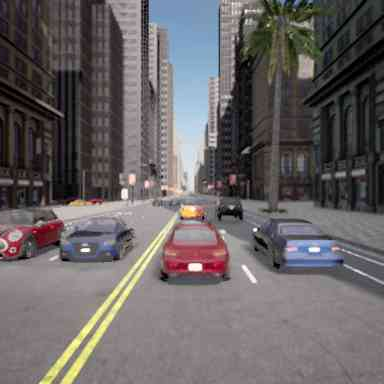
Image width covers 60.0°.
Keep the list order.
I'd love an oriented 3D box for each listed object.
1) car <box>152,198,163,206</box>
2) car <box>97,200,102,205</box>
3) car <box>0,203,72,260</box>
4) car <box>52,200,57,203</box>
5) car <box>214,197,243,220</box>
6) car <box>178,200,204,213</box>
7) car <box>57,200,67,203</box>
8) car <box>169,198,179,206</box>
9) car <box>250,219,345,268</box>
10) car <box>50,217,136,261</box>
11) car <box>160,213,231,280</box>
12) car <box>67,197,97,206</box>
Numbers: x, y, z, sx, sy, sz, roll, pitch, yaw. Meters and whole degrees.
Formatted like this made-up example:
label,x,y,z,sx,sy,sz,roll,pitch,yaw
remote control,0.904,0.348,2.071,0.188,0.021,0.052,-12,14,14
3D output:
label,x,y,z,sx,sy,sz,roll,pitch,yaw
car,-6.568,2.001,63.938,1.837,1.490,4.892,0,-1,0
car,-24.068,2.427,80.769,4.507,1.381,1.887,-1,1,0
car,-6.613,1.457,12.829,2.097,1.767,4.553,0,0,0
car,-34.242,2.604,80.792,4.206,1.307,1.802,-1,1,0
car,3.316,1.462,30.557,2.150,2.045,5.566,0,0,0
car,0.064,1.598,31.236,2.097,1.767,4.553,0,0,0
car,-29.158,2.267,80.778,5.009,1.841,2.192,-1,1,0
car,-3.319,1.971,63.882,2.128,1.511,4.902,0,-1,0
car,3.334,1.641,11.570,2.033,1.411,5.357,0,0,0
car,-3.362,1.666,12.519,1.994,1.385,4.181,0,0,0
car,0.081,1.608,10.090,1.812,1.442,4.674,0,0,0
car,-23.919,2.381,72.241,4.829,1.417,1.752,-1,1,0
